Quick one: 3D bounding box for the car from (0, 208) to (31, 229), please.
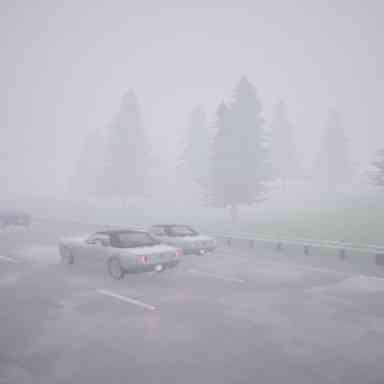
[{"bbox_3d":[-14.679,2.044,26.609,5.008,1.535,1.882,0,-3,42],"label":"car"}]

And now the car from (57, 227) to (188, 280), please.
[{"bbox_3d":[-2.616,1.925,11.168,4.718,1.301,1.895,0,-3,42],"label":"car"}]

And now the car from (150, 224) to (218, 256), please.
[{"bbox_3d":[-1.248,2.070,14.635,4.718,1.301,1.895,0,-3,42],"label":"car"}]
